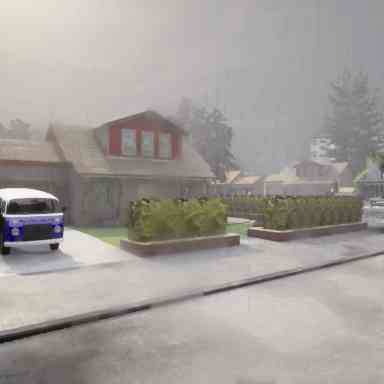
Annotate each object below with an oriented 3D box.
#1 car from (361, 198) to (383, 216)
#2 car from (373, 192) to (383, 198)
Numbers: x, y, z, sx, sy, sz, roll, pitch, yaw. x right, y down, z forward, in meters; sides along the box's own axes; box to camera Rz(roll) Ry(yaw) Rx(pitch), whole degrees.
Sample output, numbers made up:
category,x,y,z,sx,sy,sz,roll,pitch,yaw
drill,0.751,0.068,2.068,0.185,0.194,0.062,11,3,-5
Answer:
category,x,y,z,sx,sy,sz,roll,pitch,yaw
car,16.495,1.526,28.902,1.812,1.442,4.674,0,0,-34
car,23.066,0.986,40.726,3.866,1.878,1.905,0,0,-1
